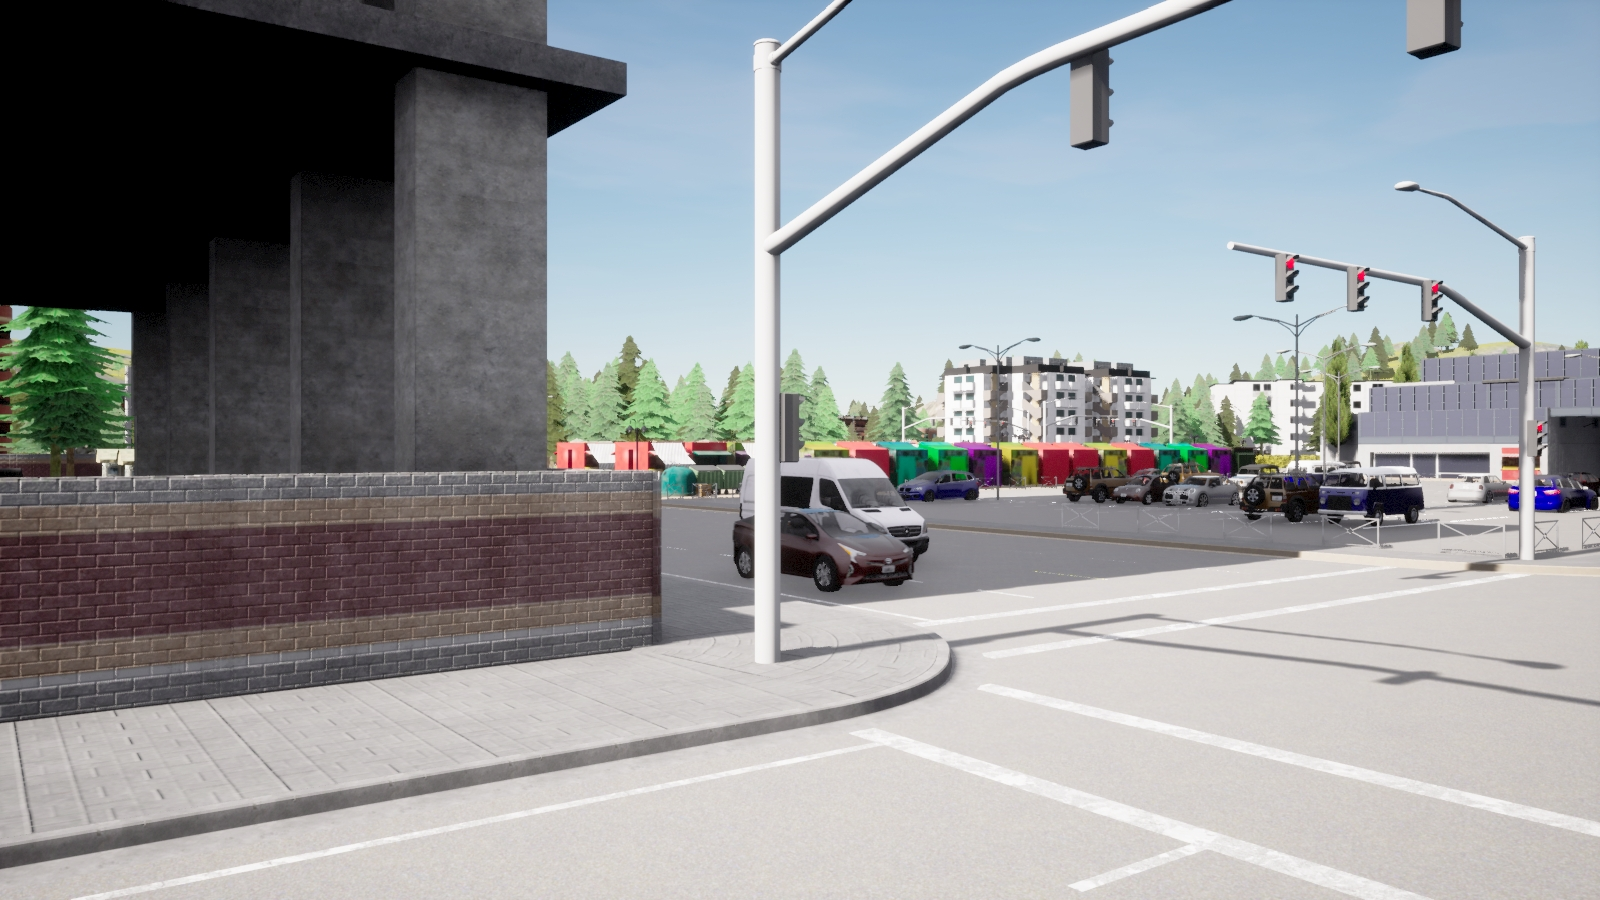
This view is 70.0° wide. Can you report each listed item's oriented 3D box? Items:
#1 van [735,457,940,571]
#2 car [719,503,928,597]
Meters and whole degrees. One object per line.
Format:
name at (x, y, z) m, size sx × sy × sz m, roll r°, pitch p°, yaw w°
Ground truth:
van at (0.792, 1.479, 29.049) m, size 1.988 × 2.561 × 5.915 m, roll 0°, pitch 0°, yaw -36°
car at (0.369, 1.984, 23.725) m, size 2.007 × 1.525 × 4.514 m, roll 0°, pitch 0°, yaw -36°
